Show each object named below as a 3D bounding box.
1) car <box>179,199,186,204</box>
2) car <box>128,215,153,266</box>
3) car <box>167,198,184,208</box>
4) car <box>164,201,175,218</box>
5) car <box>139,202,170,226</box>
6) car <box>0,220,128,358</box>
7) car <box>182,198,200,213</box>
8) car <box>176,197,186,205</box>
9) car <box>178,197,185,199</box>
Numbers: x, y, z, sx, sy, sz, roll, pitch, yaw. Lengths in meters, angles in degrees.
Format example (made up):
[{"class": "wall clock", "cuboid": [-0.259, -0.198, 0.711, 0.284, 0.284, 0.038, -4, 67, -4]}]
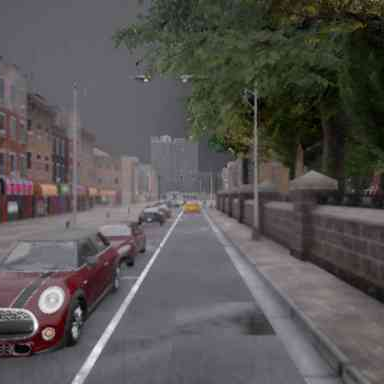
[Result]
[{"class": "car", "cuboid": [-2.647, 2.588, 94.704, 1.947, 1.339, 4.313, 0, -1, 0]}, {"class": "car", "cuboid": [-2.640, 1.708, 11.914, 1.802, 1.307, 4.206, 0, -1, 0]}, {"class": "car", "cuboid": [-4.321, 2.225, 61.388, 4.181, 1.385, 1.994, 0, -1, 32]}, {"class": "car", "cuboid": [-3.026, 1.873, 32.963, 1.812, 1.442, 4.674, 0, -1, 0]}, {"class": "car", "cuboid": [-3.026, 1.799, 25.963, 1.812, 1.442, 4.674, 0, -1, 0]}, {"class": "car", "cuboid": [-2.640, 1.507, 6.241, 1.967, 1.590, 4.097, 0, -1, 0]}, {"class": "car", "cuboid": [0.024, 1.951, 44.387, 1.882, 1.535, 5.008, 0, -1, 0]}, {"class": "car", "cuboid": [-2.646, 2.155, 78.351, 2.192, 1.841, 5.009, 0, -1, 0]}, {"class": "car", "cuboid": [-2.645, 2.303, 72.728, 1.752, 1.417, 4.829, 0, -1, 0]}]
